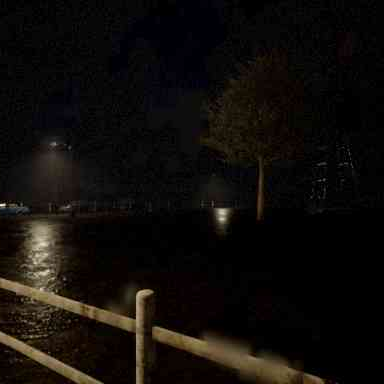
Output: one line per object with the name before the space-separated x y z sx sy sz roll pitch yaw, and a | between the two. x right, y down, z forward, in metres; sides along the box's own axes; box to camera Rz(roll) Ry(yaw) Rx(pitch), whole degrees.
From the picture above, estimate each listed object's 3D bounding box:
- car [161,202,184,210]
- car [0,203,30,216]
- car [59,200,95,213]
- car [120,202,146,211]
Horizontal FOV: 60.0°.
car | -3.194 2.284 54.354 1.994 1.385 4.181 -2 -2 36
car | -20.707 1.951 36.325 2.033 1.411 5.357 -2 -2 35
car | -15.169 1.912 44.032 2.097 1.767 4.553 -2 -2 36
car | -9.233 2.259 52.274 1.812 1.442 4.674 -2 -2 36
